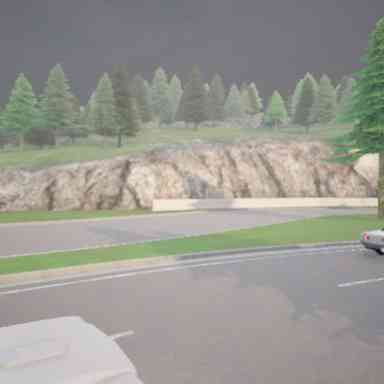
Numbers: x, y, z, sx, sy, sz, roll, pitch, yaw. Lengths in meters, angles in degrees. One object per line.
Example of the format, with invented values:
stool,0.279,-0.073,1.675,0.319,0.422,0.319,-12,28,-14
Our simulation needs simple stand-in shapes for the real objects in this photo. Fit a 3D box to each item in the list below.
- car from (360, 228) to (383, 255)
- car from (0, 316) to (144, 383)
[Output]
car,8.364,1.619,11.673,4.718,1.301,1.895,0,0,-22
car,-2.559,1.594,1.862,4.718,1.301,1.895,0,0,-35
